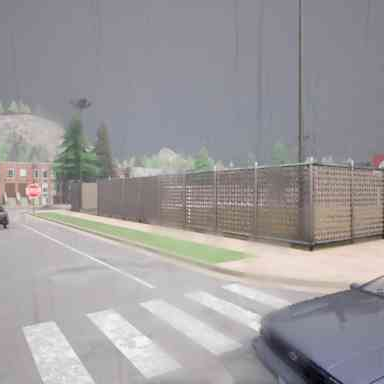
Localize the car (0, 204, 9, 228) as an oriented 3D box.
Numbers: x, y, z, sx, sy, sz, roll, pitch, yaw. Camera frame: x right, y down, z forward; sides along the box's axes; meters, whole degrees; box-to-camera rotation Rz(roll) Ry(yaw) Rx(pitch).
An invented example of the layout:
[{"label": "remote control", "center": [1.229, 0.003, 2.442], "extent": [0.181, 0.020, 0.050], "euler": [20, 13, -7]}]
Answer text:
[{"label": "car", "center": [-12.986, 1.485, 21.230], "extent": [2.128, 1.511, 4.902], "euler": [0, 0, -35]}]

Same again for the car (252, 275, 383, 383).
[{"label": "car", "center": [3.498, 1.550, 4.002], "extent": [5.357, 1.411, 2.033], "euler": [0, 0, -16]}]
